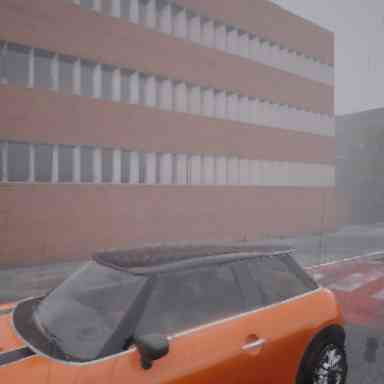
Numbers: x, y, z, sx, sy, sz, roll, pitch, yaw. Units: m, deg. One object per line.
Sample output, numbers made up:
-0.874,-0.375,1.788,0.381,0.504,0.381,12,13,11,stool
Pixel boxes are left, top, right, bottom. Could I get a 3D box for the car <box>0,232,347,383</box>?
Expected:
-0.486,1.362,3.344,4.553,1.767,2.097,0,0,-35,car
